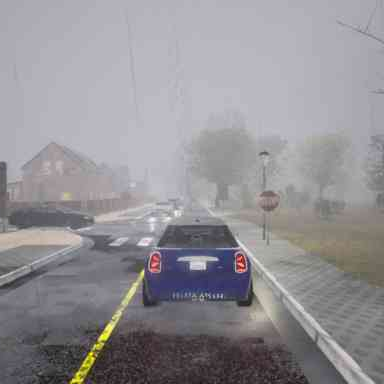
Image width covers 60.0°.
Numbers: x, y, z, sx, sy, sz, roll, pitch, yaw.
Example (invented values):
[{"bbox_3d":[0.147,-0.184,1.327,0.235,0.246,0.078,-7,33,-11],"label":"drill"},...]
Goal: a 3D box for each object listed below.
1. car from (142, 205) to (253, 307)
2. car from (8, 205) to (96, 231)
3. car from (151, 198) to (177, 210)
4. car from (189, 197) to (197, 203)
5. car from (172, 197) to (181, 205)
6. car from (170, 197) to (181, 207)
[{"bbox_3d":[0.115,1.358,8.158,2.097,1.767,4.553,0,0,0],"label":"car"},{"bbox_3d":[-8.326,1.507,20.001,4.902,1.511,2.128,0,-1,-5],"label":"car"},{"bbox_3d":[-2.820,1.573,32.667,1.812,1.442,4.674,0,0,2],"label":"car"},{"bbox_3d":[0.244,1.738,74.867,2.033,1.411,5.357,0,0,0],"label":"car"},{"bbox_3d":[-2.717,1.580,43.240,1.837,1.490,4.892,0,0,0],"label":"car"},{"bbox_3d":[-2.696,1.620,55.539,1.837,1.490,4.892,0,0,-2],"label":"car"}]
